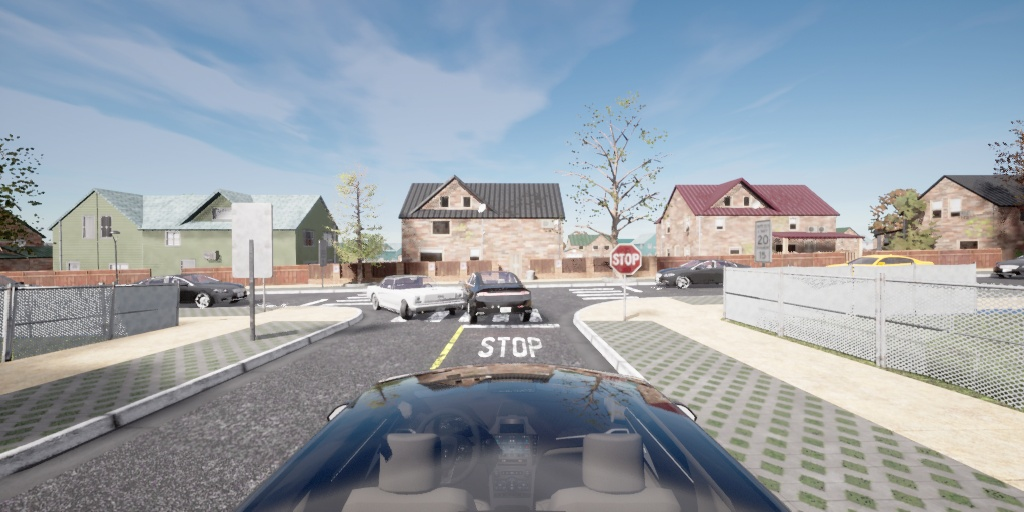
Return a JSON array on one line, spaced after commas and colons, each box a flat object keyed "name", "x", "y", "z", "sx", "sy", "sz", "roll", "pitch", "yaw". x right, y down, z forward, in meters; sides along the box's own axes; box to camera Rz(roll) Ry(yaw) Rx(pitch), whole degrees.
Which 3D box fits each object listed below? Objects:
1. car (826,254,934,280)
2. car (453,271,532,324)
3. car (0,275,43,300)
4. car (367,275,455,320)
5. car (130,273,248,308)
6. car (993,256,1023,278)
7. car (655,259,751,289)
[{"name": "car", "x": 19.773, "y": 0.690, "z": 19.483, "sx": 5.008, "sy": 1.535, "sz": 1.882, "roll": -1, "pitch": 1, "yaw": 0}, {"name": "car", "x": -0.678, "y": 1.242, "z": 12.052, "sx": 2.128, "sy": 1.511, "sz": 4.902, "roll": 0, "pitch": 0, "yaw": -12}, {"name": "car", "x": -24.230, "y": 1.648, "z": 16.382, "sx": 4.553, "sy": 1.767, "sz": 2.097, "roll": -1, "pitch": 1, "yaw": 0}, {"name": "car", "x": -3.595, "y": 1.367, "z": 12.913, "sx": 1.895, "sy": 1.301, "sz": 4.718, "roll": 0, "pitch": 0, "yaw": -38}, {"name": "car", "x": -14.892, "y": 1.566, "z": 16.416, "sx": 4.902, "sy": 1.511, "sz": 2.128, "roll": -1, "pitch": 1, "yaw": 0}, {"name": "car", "x": 29.397, "y": 0.477, "z": 19.514, "sx": 4.902, "sy": 1.511, "sz": 2.128, "roll": -1, "pitch": 1, "yaw": 0}, {"name": "car", "x": 10.342, "y": 0.925, "z": 19.453, "sx": 4.902, "sy": 1.511, "sz": 2.128, "roll": -1, "pitch": 1, "yaw": 0}]
